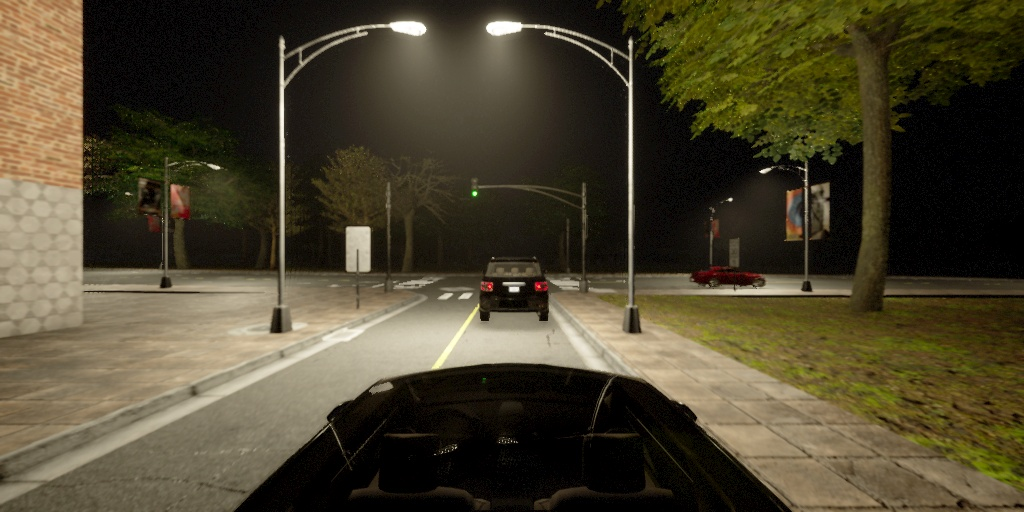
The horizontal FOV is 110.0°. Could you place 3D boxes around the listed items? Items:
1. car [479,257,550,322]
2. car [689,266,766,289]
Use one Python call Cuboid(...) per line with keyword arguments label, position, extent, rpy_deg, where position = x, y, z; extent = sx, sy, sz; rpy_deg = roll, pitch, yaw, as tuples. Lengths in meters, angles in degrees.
Cuboid(label="car", position=(0.091, 1.062, 12.820), extent=(2.150, 2.045, 5.566), rpy_deg=(0, 0, 1))
Cuboid(label="car", position=(14.612, 1.426, 24.402), extent=(4.674, 1.442, 1.812), rpy_deg=(0, 0, 1))
